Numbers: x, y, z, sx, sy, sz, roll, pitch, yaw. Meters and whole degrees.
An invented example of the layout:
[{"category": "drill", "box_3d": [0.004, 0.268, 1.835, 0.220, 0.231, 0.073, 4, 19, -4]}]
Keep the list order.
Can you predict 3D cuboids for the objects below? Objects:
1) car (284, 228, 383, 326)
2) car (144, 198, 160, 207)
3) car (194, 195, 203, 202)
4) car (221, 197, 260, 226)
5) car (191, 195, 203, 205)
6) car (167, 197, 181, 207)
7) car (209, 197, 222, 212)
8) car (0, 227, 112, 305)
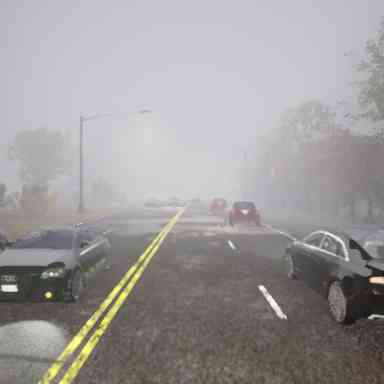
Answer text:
[{"category": "car", "box_3d": [3.372, 1.498, 7.052, 2.128, 1.511, 4.902, 0, 0, 0]}, {"category": "car", "box_3d": [-5.910, 1.539, 49.991, 2.033, 1.411, 5.357, 0, 0, 2]}, {"category": "car", "box_3d": [1.402, 1.434, 74.524, 1.994, 1.385, 4.181, 0, 0, 2]}, {"category": "car", "box_3d": [3.512, 1.365, 23.973, 2.097, 1.767, 4.553, 0, 0, 1]}, {"category": "car", "box_3d": [0.869, 1.477, 58.593, 2.128, 1.511, 4.902, 0, 0, 2]}, {"category": "car", "box_3d": [-2.651, 1.497, 50.459, 1.837, 1.490, 4.892, 0, 0, 2]}, {"category": "car", "box_3d": [3.092, 1.361, 38.818, 2.097, 1.767, 4.553, 0, 0, 1]}, {"category": "car", "box_3d": [-3.322, 1.568, 8.063, 1.994, 1.385, 4.181, 0, 0, 0]}]
